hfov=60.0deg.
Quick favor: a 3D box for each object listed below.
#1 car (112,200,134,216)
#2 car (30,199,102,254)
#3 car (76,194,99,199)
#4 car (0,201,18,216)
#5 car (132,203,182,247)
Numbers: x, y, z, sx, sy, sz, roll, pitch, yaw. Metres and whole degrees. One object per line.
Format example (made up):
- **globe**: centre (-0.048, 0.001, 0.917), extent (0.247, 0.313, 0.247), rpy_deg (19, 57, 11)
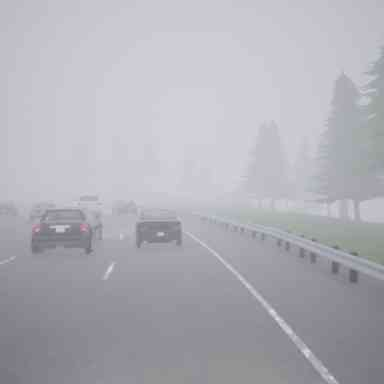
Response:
- **car**: centre (-6.563, 1.481, 32.143), extent (2.128, 1.511, 4.902), rpy_deg (0, 0, -22)
- **car**: centre (-4.966, 1.356, 13.748), extent (2.097, 1.767, 4.553), rpy_deg (0, 0, -10)
- **car**: centre (-9.856, 1.226, 31.163), extent (2.150, 2.045, 5.566), rpy_deg (0, 0, -22)
- **car**: centre (-18.205, 1.562, 32.706), extent (1.812, 1.442, 4.674), rpy_deg (0, 0, -25)
- **car**: centre (-1.650, 1.467, 15.211), extent (1.882, 1.535, 5.008), rpy_deg (0, 0, -10)
